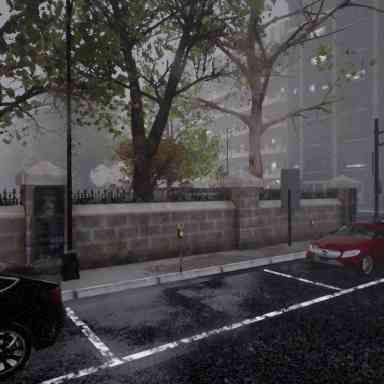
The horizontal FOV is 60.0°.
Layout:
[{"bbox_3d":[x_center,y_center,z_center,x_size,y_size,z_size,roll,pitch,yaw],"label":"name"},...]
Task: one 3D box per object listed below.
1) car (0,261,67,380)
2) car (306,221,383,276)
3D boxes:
[{"bbox_3d":[-3.757,1.566,3.912,4.313,1.339,1.947,0,0,-35],"label":"car"},{"bbox_3d":[5.319,1.581,10.251,4.206,1.307,1.802,0,0,-35],"label":"car"}]
